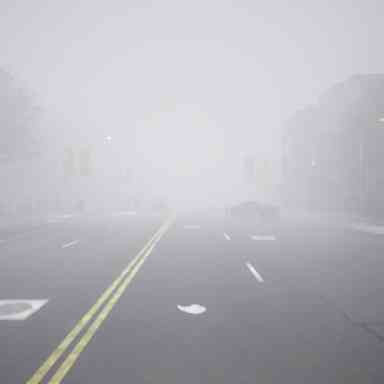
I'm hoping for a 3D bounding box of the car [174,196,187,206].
[{"bbox_3d":[-2.005,1.479,57.000,1.882,1.535,5.008,0,0,14],"label":"car"}]

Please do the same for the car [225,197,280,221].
[{"bbox_3d":[4.883,1.478,27.487,1.882,1.535,5.008,-2,1,-38],"label":"car"}]

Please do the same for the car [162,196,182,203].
[{"bbox_3d":[-4.223,1.596,70.637,1.895,1.301,4.718,0,0,30],"label":"car"}]

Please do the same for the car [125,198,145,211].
[{"bbox_3d":[-7.006,1.492,41.301,2.128,1.511,4.902,0,0,1],"label":"car"}]

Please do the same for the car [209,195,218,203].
[{"bbox_3d":[3.767,1.356,71.337,2.097,1.767,4.553,0,0,30],"label":"car"}]

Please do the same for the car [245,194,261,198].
[{"bbox_3d":[14.450,1.357,78.956,4.553,1.767,2.097,0,0,-39],"label":"car"}]

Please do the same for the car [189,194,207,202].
[{"bbox_3d":[1.399,1.350,74.146,2.097,1.767,4.553,0,0,30],"label":"car"}]

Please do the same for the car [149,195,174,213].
[{"bbox_3d":[-3.548,1.353,37.576,2.097,1.767,4.553,0,0,1],"label":"car"}]

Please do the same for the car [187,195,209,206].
[{"bbox_3d":[1.013,1.549,53.869,2.033,1.411,5.357,0,0,10],"label":"car"}]

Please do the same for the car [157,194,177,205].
[{"bbox_3d":[-4.564,1.353,60.995,2.097,1.767,4.553,0,0,16],"label":"car"}]

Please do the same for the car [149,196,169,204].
[{"bbox_3d":[-6.389,1.521,65.331,2.002,1.452,4.674,0,0,20],"label":"car"}]
